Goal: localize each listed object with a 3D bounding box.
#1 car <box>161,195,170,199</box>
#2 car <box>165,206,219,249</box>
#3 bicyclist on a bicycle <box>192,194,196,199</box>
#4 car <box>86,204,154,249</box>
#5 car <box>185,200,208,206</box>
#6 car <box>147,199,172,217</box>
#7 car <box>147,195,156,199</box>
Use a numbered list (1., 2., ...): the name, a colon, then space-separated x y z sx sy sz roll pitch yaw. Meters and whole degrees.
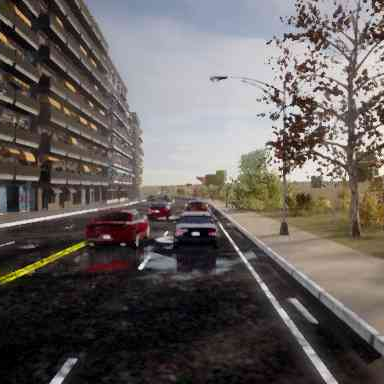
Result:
1. car: -5.992 1.448 75.992 1.837 1.490 4.892 0 0 -1
2. car: 0.176 1.564 14.532 2.033 1.411 5.357 0 0 1
3. bicyclist on a bicycle: 0.874 1.479 90.602 0.582 1.620 1.656 0 0 -3
4. car: -3.073 1.485 14.580 1.882 1.535 5.008 0 0 1
5. car: 0.402 1.489 29.531 1.882 1.535 5.008 0 0 1
6. car: -2.848 1.576 29.580 1.994 1.385 4.181 0 0 1
7. car: -9.241 1.450 75.889 1.837 1.490 4.892 0 0 -1
